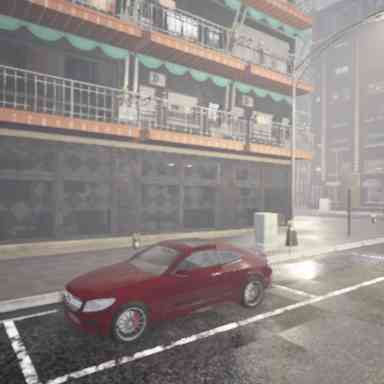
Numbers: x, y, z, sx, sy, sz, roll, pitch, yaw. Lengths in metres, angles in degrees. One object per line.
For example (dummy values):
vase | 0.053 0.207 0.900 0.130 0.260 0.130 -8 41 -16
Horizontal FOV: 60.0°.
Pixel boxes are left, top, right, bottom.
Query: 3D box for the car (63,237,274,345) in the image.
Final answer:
car | -0.218 1.580 6.347 4.206 1.307 1.802 0 1 -35
